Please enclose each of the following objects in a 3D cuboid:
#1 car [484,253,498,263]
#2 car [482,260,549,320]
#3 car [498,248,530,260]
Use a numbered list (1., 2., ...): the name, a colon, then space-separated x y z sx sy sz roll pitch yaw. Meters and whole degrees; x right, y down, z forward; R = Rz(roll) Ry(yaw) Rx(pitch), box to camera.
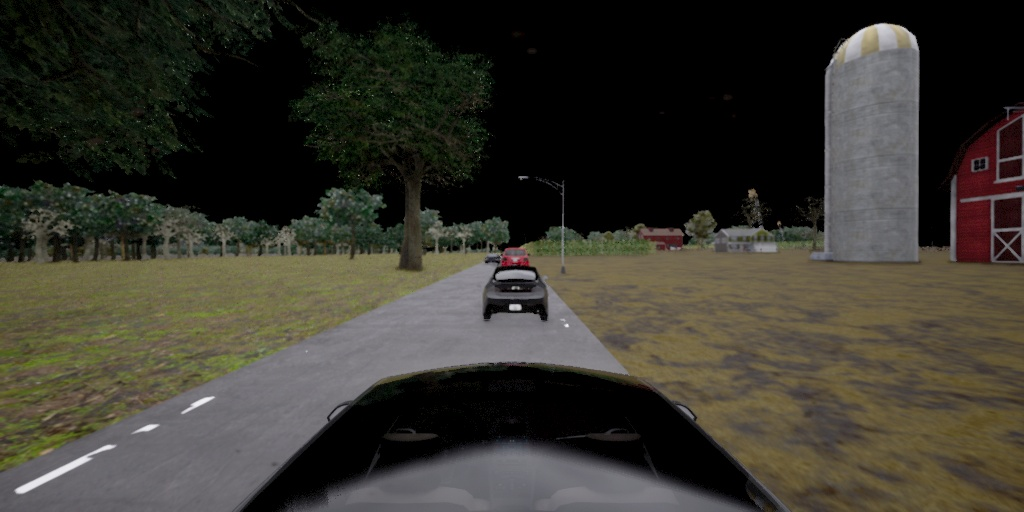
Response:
1. car: -2.525 0.340 46.810 2.033 1.411 5.357 0 1 1
2. car: 0.132 1.037 11.569 1.837 1.490 4.892 0 1 1
3. car: 0.277 0.369 29.328 2.150 2.045 5.566 0 1 1
